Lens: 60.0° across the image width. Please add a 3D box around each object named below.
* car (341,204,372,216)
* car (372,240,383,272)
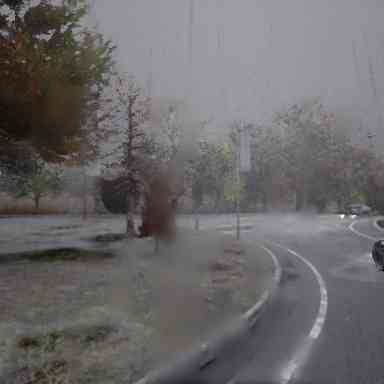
[{"bbox_3d":[19.389,2.069,39.153,4.181,1.385,1.994,3,-2,-37],"label":"car"},{"bbox_3d":[5.807,1.583,7.742,2.033,1.411,5.357,0,0,15],"label":"car"}]
